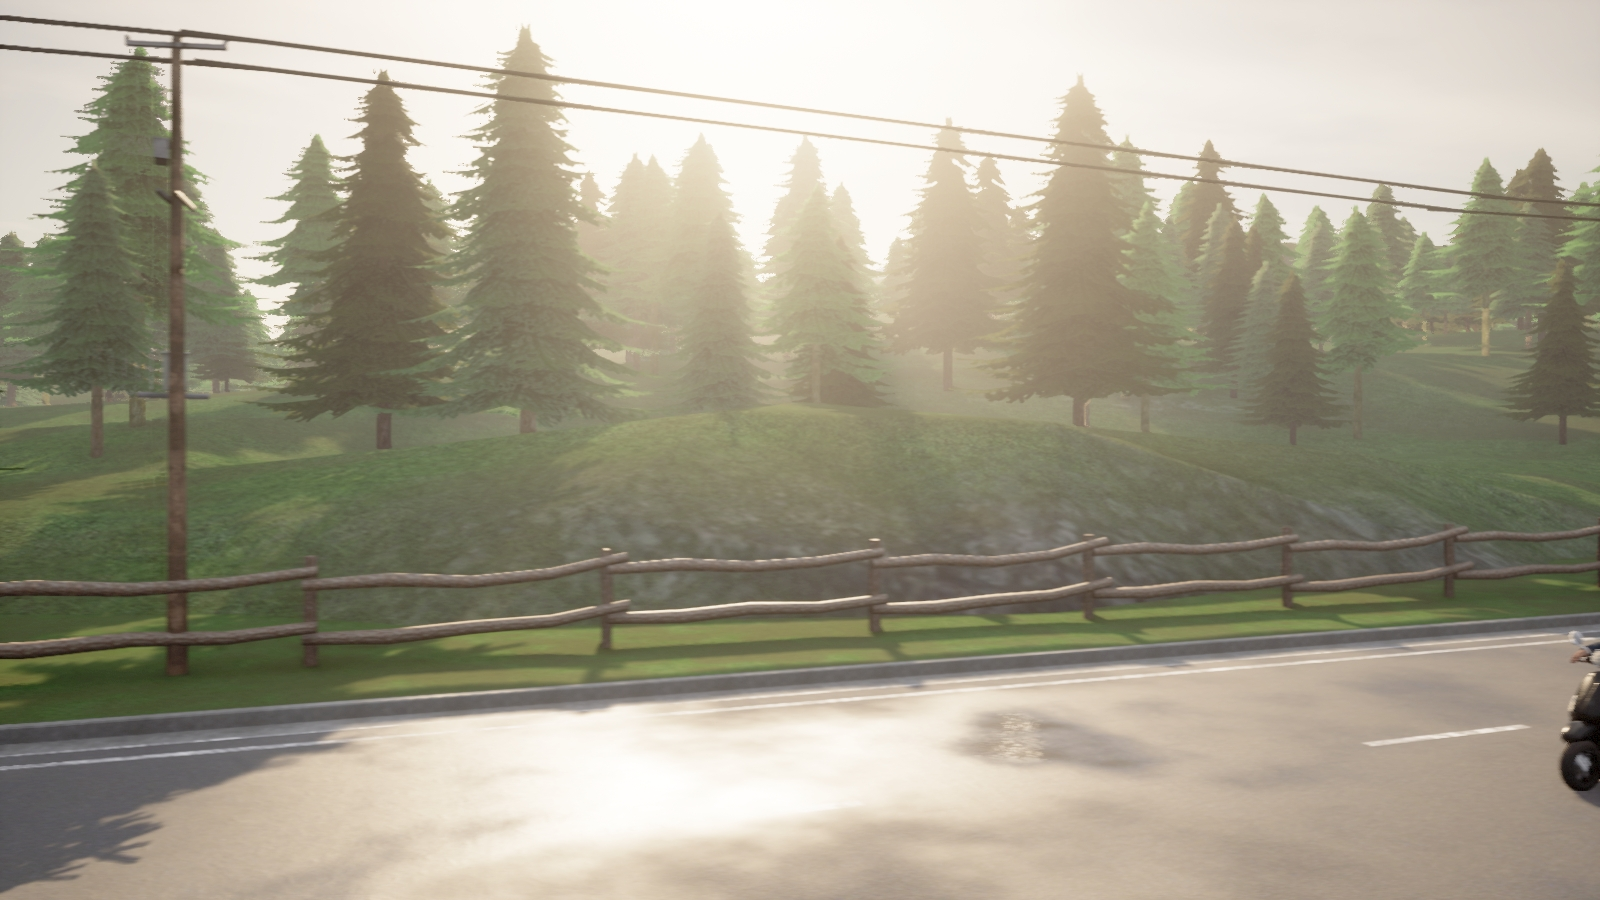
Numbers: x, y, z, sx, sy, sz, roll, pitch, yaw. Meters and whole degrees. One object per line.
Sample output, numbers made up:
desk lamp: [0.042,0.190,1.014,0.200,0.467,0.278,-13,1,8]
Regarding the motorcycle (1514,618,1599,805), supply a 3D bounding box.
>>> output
motorcycle: [7.042,2.134,9.585,1.805,1.316,0.856,0,0,-20]
